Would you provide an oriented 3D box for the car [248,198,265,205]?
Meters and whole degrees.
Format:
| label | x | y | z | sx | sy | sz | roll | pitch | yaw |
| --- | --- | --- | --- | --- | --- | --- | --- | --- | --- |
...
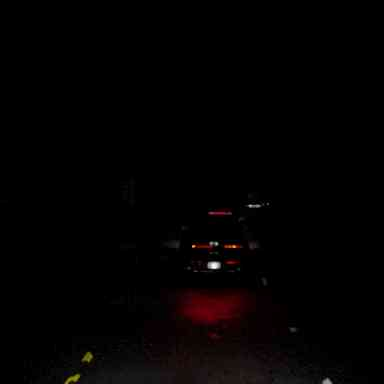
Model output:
| label | x | y | z | sx | sy | sz | roll | pitch | yaw |
| --- | --- | --- | --- | --- | --- | --- | --- | --- | --- |
| car | 12.283 | 1.862 | 64.810 | 1.994 | 1.385 | 4.181 | 0 | -1 | 22 |

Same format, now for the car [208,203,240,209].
| label | x | y | z | sx | sy | sz | roll | pitch | yaw |
| --- | --- | --- | --- | --- | --- | --- | --- | --- | --- |
| car | 2.047 | 1.430 | 21.539 | 2.128 | 1.511 | 4.902 | 0 | 0 | 9 |

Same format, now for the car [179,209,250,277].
| label | x | y | z | sx | sy | sz | roll | pitch | yaw |
| --- | --- | --- | --- | --- | --- | --- | --- | --- | --- |
| car | 0.682 | 1.474 | 10.176 | 1.837 | 1.490 | 4.892 | 0 | 0 | 4 |

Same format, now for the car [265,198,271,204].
| label | x | y | z | sx | sy | sz | roll | pitch | yaw |
| --- | --- | --- | --- | --- | --- | --- | --- | --- | --- |
| car | 17.668 | 2.045 | 79.162 | 2.033 | 1.411 | 5.357 | 0 | -1 | 20 |

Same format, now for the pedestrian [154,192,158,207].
| label | x | y | z | sx | sy | sz | roll | pitch | yaw |
| --- | --- | --- | --- | --- | --- | --- | --- | --- | --- |
| pedestrian | -4.589 | 0.976 | 42.455 | 0.375 | 1.860 | 0.375 | 0 | -4 | 12 |
